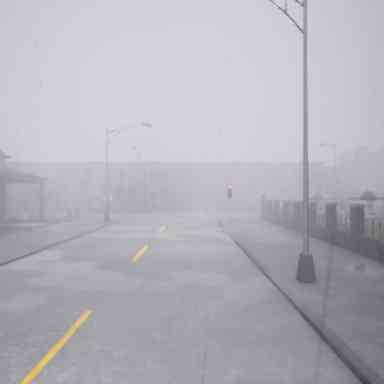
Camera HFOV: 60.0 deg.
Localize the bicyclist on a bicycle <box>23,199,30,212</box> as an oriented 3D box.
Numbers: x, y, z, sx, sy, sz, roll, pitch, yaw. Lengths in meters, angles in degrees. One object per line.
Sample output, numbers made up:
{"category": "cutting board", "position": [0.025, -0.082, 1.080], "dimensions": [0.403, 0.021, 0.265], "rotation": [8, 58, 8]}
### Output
{"category": "bicyclist on a bicycle", "position": [-21.788, 1.753, 43.801], "dimensions": [0.582, 1.620, 1.656], "rotation": [0, 0, 0]}
